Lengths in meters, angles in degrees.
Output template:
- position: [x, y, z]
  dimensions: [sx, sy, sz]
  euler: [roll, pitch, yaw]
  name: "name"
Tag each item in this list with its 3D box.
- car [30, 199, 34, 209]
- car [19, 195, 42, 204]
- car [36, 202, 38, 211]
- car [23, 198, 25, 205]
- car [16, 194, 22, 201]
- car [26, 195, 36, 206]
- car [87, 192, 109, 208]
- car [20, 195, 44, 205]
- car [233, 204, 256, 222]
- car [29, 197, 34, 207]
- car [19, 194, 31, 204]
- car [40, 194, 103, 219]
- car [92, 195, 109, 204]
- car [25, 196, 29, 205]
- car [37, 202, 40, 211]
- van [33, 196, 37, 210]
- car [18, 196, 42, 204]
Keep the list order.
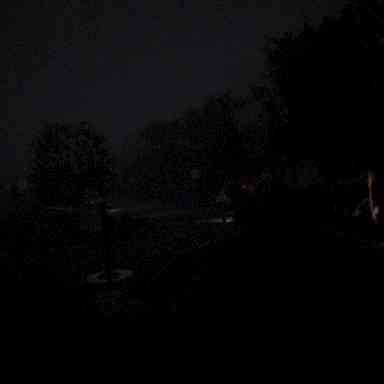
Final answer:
- position: [-21.226, 2.015, 50.642]
  dimensions: [2.097, 1.535, 5.008]
  euler: [-2, 4, 39]
  name: "car"
- position: [-39.578, 1.820, 81.645]
  dimensions: [2.185, 1.767, 4.553]
  euler: [-3, 3, 40]
  name: "car"
- position: [-18.172, 2.076, 45.475]
  dimensions: [2.002, 1.452, 4.674]
  euler: [-2, 3, 39]
  name: "car"
- position: [-28.855, 1.999, 63.598]
  dimensions: [2.163, 1.488, 4.792]
  euler: [-3, 3, 39]
  name: "car"
- position: [-34.989, 1.698, 73.931]
  dimensions: [2.435, 2.045, 5.566]
  euler: [-3, 3, 39]
  name: "car"
- position: [-25.804, 1.860, 58.414]
  dimensions: [2.185, 1.767, 4.553]
  euler: [-2, 4, 39]
  name: "car"
- position: [-13.813, 1.366, 48.416]
  dimensions: [2.150, 2.045, 5.566]
  euler: [-5, 3, -31]
  name: "car"
- position: [-38.052, 1.822, 79.061]
  dimensions: [2.185, 1.767, 4.553]
  euler: [-3, 3, 40]
  name: "car"
- position: [4.890, 1.509, 24.426]
  dimensions: [1.812, 1.442, 4.674]
  euler: [-5, 2, -28]
  name: "car"
- position: [-22.799, 1.884, 53.200]
  dimensions: [2.185, 1.767, 4.553]
  euler: [-2, 3, 39]
  name: "car"
- position: [-30.399, 1.712, 66.170]
  dimensions: [2.435, 2.045, 5.566]
  euler: [-3, 3, 40]
  name: "car"
- position: [-13.586, 1.815, 37.690]
  dimensions: [2.435, 2.045, 5.566]
  euler: [-2, 4, 39]
  name: "car"
- position: [-17.043, 1.346, 62.047]
  dimensions: [1.994, 1.385, 4.181]
  euler: [-5, 3, -30]
  name: "car"
- position: [-27.329, 1.851, 60.999]
  dimensions: [2.185, 1.767, 4.553]
  euler: [-2, 4, 40]
  name: "car"
- position: [-16.518, 2.026, 43.036]
  dimensions: [1.946, 1.575, 5.366]
  euler: [-2, 3, 39]
  name: "car"
- position: [-19.789, 1.811, 47.953]
  dimensions: [1.878, 1.987, 4.442]
  euler: [-2, 4, 39]
  name: "van"
- position: [-41.053, 1.969, 84.282]
  dimensions: [2.163, 1.488, 4.792]
  euler: [-3, 3, 39]
  name: "car"
